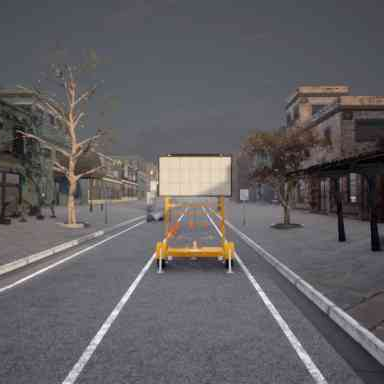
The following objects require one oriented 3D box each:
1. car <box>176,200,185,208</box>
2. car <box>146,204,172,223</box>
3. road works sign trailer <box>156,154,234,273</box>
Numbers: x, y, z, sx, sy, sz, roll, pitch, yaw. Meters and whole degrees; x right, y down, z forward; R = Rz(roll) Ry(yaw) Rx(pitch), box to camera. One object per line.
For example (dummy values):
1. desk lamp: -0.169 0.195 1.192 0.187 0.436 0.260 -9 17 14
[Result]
1. car: -2.338 2.365 67.806 2.128 1.511 4.902 0 0 1
2. car: -2.818 1.853 29.105 2.128 1.511 4.902 0 -1 1
3. road works sign trailer: 0.104 0.552 10.933 2.380 3.560 2.880 0 -1 1
